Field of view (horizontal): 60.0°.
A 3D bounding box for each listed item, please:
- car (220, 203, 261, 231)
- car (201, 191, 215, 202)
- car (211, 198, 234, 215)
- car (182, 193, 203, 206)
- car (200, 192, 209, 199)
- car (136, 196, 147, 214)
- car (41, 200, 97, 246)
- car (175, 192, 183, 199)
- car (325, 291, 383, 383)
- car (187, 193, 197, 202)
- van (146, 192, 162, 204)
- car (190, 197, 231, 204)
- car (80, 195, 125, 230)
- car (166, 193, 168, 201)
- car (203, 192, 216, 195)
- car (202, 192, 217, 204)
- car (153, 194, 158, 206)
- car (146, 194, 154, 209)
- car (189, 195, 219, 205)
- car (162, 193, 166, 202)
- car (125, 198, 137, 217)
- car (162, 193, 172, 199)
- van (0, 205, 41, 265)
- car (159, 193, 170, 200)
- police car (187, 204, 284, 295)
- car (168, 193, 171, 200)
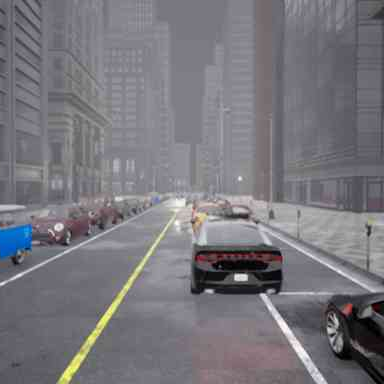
[{"bbox_3d":[2.771,1.413,19.901,1.802,1.307,4.206,0,0,0],"label":"car"},{"bbox_3d":[2.792,0.829,59.350,2.192,1.841,5.009,0,0,0],"label":"car"},{"bbox_3d":[2.777,1.319,31.173,1.802,1.307,4.206,0,0,0],"label":"car"},{"bbox_3d":[0.045,1.174,44.816,2.033,1.411,5.357,0,0,1],"label":"car"},{"bbox_3d":[2.802,0.829,76.260,1.967,1.590,4.097,0,0,0],"label":"car"},{"bbox_3d":[-5.748,1.302,31.172,1.947,1.339,4.313,0,0,0],"label":"car"},{"bbox_3d":[-5.758,1.318,14.261,1.967,1.590,4.097,0,0,0],"label":"car"},{"bbox_3d":[-2.954,0.861,80.964,1.837,1.490,4.892,0,0,0],"label":"car"},{"bbox_3d":[2.761,1.539,2.992,1.947,1.339,4.313,0,0,0],"label":"car"},{"bbox_3d":[0.035,0.998,62.081,1.837,1.490,4.892,0,0,0],"label":"car"},{"bbox_3d":[-5.739,0.941,48.080,1.690,1.788,3.998,0,0,0],"label":"van"},{"bbox_3d":[0.911,1.296,18.789,1.801,1.575,5.366,0,0,0],"label":"car"},{"bbox_3d":[-5.755,1.146,19.897,2.192,1.841,5.009,0,0,0],"label":"car"},{"bbox_3d":[-5.732,1.096,59.355,1.802,1.307,4.206,0,0,0],"label":"car"},{"bbox_3d":[2.783,1.085,42.444,1.967,1.590,4.097,0,0,0],"label":"car"},{"bbox_3d":[2.788,0.872,53.714,2.192,1.841,5.009,0,0,0],"label":"car"},{"bbox_3d":[-5.741,1.227,42.446,1.802,1.307,4.206,0,0,0],"label":"car"},{"bbox_3d":[-5.745,1.241,36.808,2.008,1.369,4.403,0,0,0],"label":"car"},{"bbox_3d":[0.914,1.270,24.599,1.882,1.535,5.008,0,0,0],"label":"car"},{"bbox_3d":[-5.736,1.083,53.548,1.752,1.417,4.829,0,0,0],"label":"car"},{"bbox_3d":[-5.751,1.349,25.536,1.947,1.339,4.313,0,0,0],"label":"car"},{"bbox_3d":[-5.723,0.940,76.264,2.008,1.369,4.403,0,0,0],"label":"car"},{"bbox_3d":[-5.761,1.267,8.624,1.690,1.788,3.998,0,0,0],"label":"van"},{"bbox_3d":[-5.726,0.996,70.627,1.947,1.339,4.313,0,0,0],"label":"car"},{"bbox_3d":[0.905,1.350,8.709,1.930,1.638,5.238,0,0,0],"label":"police car"},{"bbox_3d":[-5.729,1.037,64.991,1.947,1.339,4.313,0,0,0],"label":"car"}]
